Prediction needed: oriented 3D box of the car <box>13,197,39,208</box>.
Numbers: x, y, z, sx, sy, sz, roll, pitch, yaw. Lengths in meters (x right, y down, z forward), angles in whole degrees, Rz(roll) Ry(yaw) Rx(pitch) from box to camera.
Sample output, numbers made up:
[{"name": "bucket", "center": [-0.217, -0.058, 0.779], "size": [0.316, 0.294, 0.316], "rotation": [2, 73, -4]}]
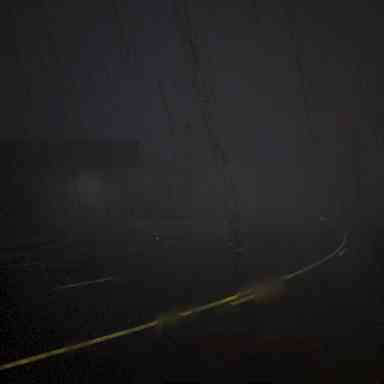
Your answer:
[{"name": "car", "center": [-28.411, 1.933, 56.530], "size": [4.611, 1.667, 2.242], "rotation": [0, -1, 10]}]

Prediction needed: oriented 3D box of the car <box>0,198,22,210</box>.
[{"name": "car", "center": [-28.651, 2.028, 50.738], "size": [3.806, 1.475, 1.970], "rotation": [0, -1, 10]}]

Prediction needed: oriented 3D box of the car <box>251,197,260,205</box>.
[{"name": "car", "center": [16.469, 2.518, 86.469], "size": [2.128, 1.511, 4.902], "rotation": [0, -1, 10]}]

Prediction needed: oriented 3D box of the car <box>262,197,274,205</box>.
[{"name": "car", "center": [19.849, 2.338, 85.489], "size": [2.097, 1.767, 4.553], "rotation": [0, -1, 10]}]
